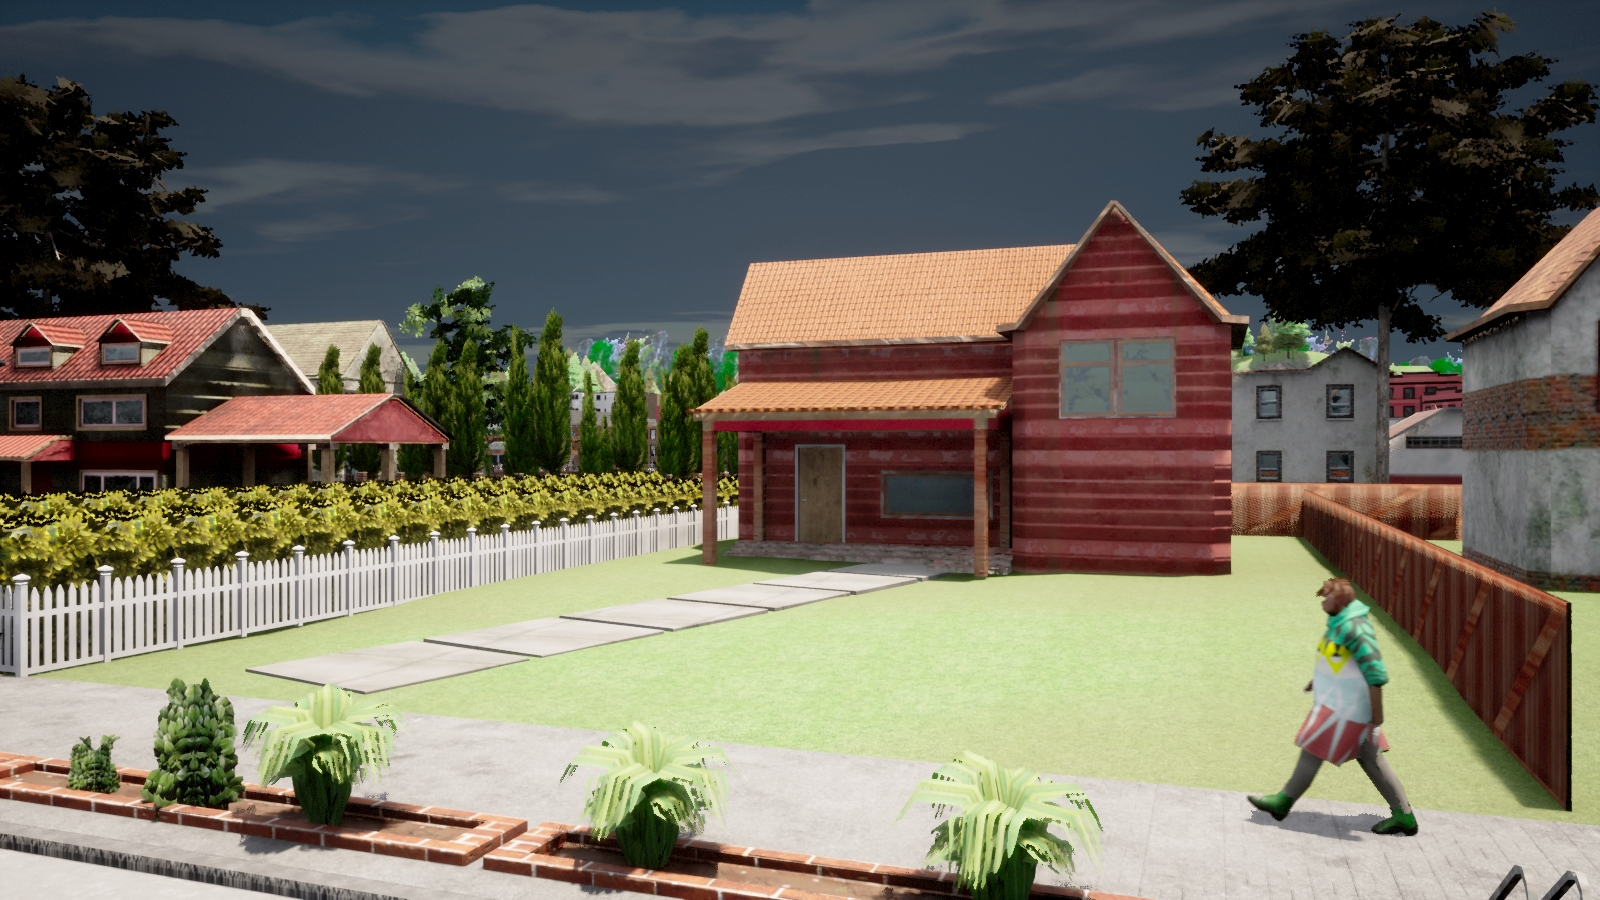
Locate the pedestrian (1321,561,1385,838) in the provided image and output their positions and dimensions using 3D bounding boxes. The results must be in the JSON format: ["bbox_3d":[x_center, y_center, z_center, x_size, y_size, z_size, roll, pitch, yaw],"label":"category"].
[{"bbox_3d":[3.922,1.744,8.121,0.375,1.860,0.375,0,0,20],"label":"pedestrian"}]

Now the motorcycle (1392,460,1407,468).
[{"bbox_3d":[95.479,2.186,181.920,2.033,1.199,0.803,0,0,20],"label":"motorcycle"}]
